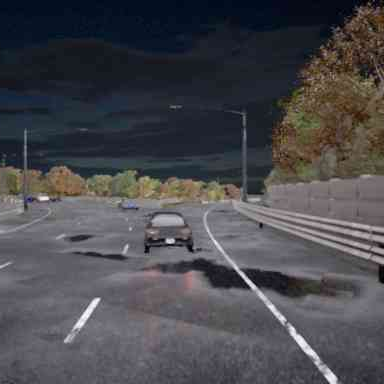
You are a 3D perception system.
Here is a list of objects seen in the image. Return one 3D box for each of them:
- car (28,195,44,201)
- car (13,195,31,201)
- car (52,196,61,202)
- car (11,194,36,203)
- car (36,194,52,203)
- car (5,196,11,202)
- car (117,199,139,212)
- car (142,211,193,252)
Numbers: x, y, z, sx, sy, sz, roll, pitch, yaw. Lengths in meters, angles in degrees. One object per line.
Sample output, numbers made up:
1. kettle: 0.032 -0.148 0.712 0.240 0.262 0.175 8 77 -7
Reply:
1. car: -40.431 1.589 86.210 4.181 1.385 1.994 0 0 38
2. car: -42.710 1.589 83.554 5.357 1.411 2.033 0 0 38
3. car: -32.961 1.657 79.266 4.892 1.490 1.837 0 0 43
4. car: -37.517 1.406 73.929 5.566 2.045 2.150 0 0 43
5. car: -34.872 1.401 76.248 5.566 2.045 2.150 0 0 43
6. car: -44.374 1.636 80.381 4.718 1.301 1.895 0 0 38
7. car: -7.828 1.586 40.431 2.033 1.411 5.357 0 0 -22
8. car: -1.060 1.532 13.840 1.812 1.442 4.674 0 0 -8
